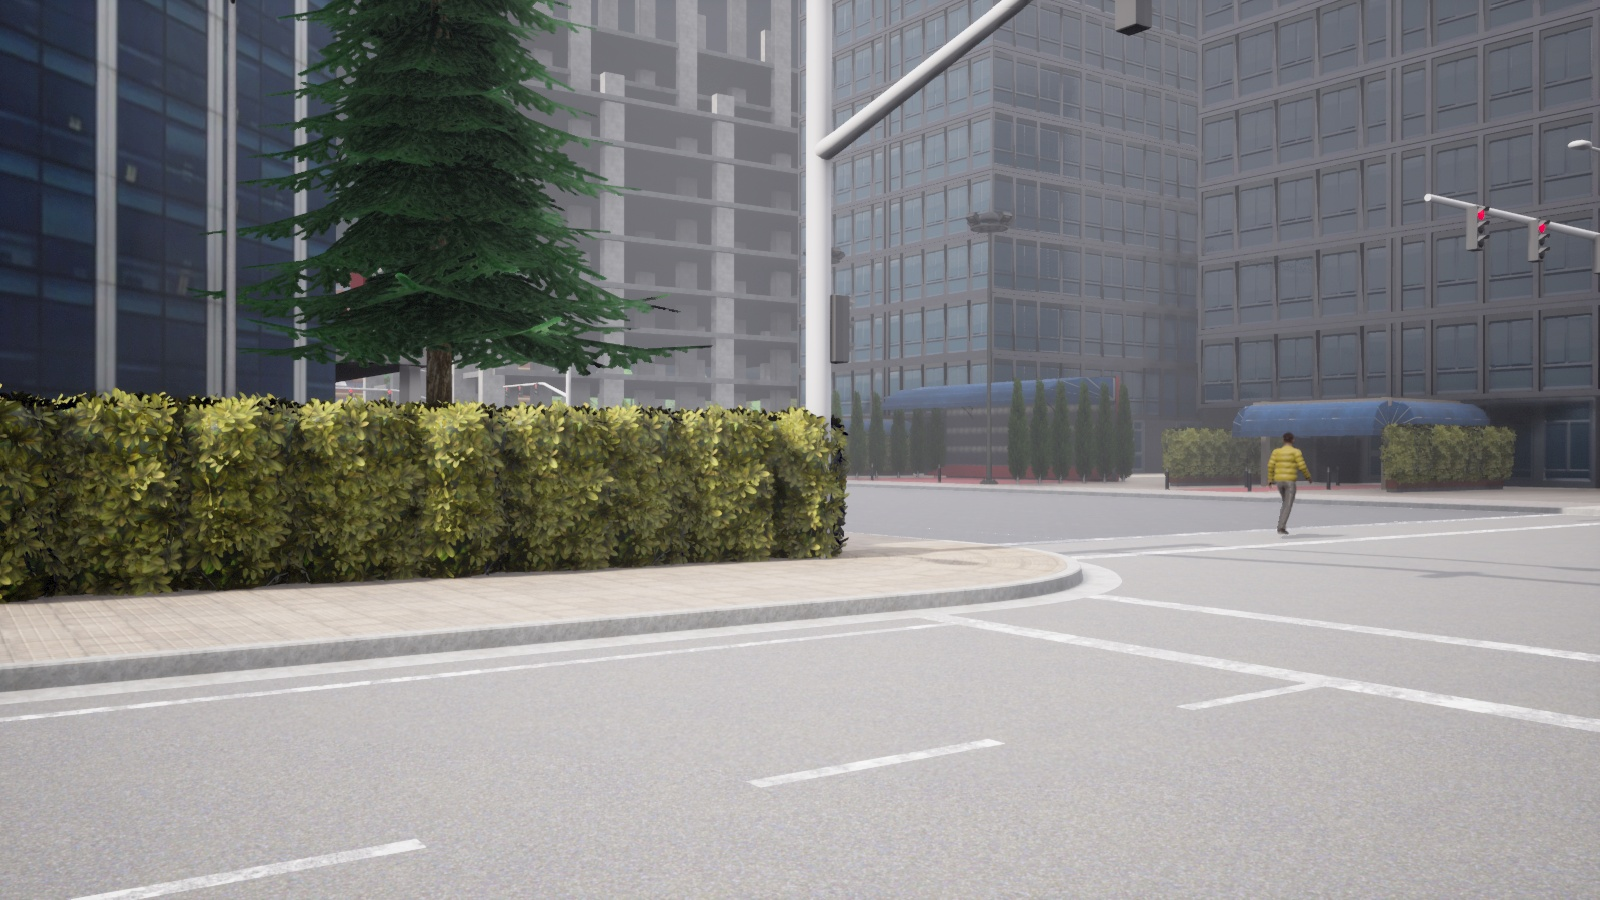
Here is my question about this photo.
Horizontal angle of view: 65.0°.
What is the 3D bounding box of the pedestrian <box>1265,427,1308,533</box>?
[{"bbox_3d":[8.621,0.523,22.236,0.709,1.840,0.431,0,0,-41],"label":"pedestrian"}]
